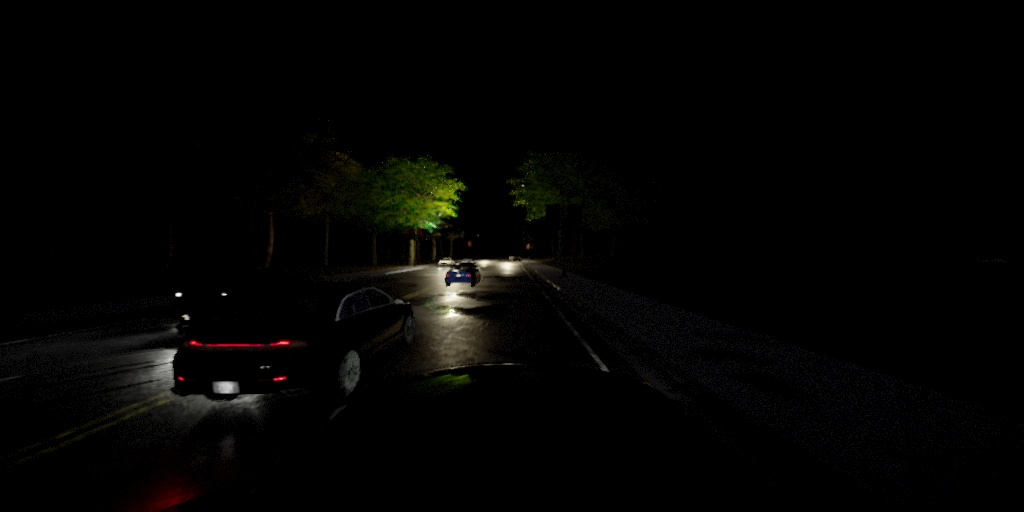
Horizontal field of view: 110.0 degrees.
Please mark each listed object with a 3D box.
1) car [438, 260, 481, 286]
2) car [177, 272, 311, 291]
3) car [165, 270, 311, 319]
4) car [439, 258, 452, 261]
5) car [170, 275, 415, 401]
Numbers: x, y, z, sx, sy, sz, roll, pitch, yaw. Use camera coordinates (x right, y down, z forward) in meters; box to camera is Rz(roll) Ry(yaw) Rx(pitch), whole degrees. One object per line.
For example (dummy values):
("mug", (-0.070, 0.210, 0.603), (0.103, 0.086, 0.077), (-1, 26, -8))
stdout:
("car", (-3.147, 1.176, 23.538), (2.033, 1.411, 5.357), (0, 0, 0))
("car", (-6.600, 1.255, 10.549), (2.033, 1.411, 5.357), (0, 0, 0))
("car", (-9.848, 1.292, 13.508), (1.895, 1.301, 4.718), (0, 0, 0))
("car", (-9.807, 0.965, 53.861), (1.812, 1.442, 4.674), (0, 0, 0))
("car", (-3.150, 1.221, 6.374), (2.128, 1.511, 4.902), (0, 0, 0))
